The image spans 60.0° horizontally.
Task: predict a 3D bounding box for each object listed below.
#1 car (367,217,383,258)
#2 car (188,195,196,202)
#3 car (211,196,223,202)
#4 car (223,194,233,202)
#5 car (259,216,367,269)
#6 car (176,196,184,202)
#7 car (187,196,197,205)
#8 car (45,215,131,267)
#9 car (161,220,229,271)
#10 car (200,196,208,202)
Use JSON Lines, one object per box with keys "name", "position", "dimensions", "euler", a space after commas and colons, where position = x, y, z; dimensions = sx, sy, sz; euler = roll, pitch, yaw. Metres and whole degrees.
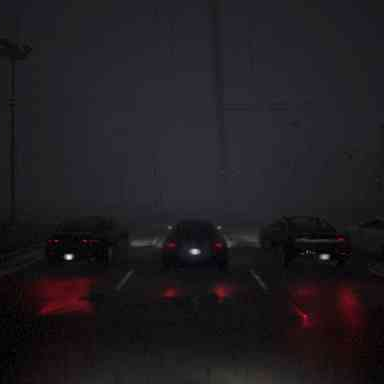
{"name": "car", "position": [7.088, 1.587, 11.768], "dimensions": [1.812, 1.442, 4.674], "euler": [0, 0, 0]}
{"name": "car", "position": [-0.014, 1.843, 95.349], "dimensions": [2.097, 1.767, 4.553], "euler": [0, 0, 0]}
{"name": "car", "position": [6.986, 1.843, 95.275], "dimensions": [2.097, 1.767, 4.553], "euler": [0, 0, 0]}
{"name": "car", "position": [10.486, 1.711, 94.985], "dimensions": [2.150, 2.045, 5.566], "euler": [0, 0, 0]}
{"name": "car", "position": [3.588, 1.551, 11.409], "dimensions": [2.128, 1.511, 4.902], "euler": [0, 0, 0]}
{"name": "car", "position": [-3.514, 1.988, 95.369], "dimensions": [1.837, 1.490, 4.892], "euler": [0, 0, 0]}
{"name": "car", "position": [-0.010, 1.898, 65.260], "dimensions": [1.994, 1.385, 4.181], "euler": [0, 0, 0]}
{"name": "car", "position": [-3.411, 1.565, 11.666], "dimensions": [1.837, 1.490, 4.892], "euler": [0, 0, 0]}
{"name": "car", "position": [0.087, 1.621, 11.143], "dimensions": [1.994, 1.385, 4.181], "euler": [0, 0, 0]}
{"name": "car", "position": [3.486, 1.988, 95.301], "dimensions": [1.837, 1.490, 4.892], "euler": [0, 0, 0]}
